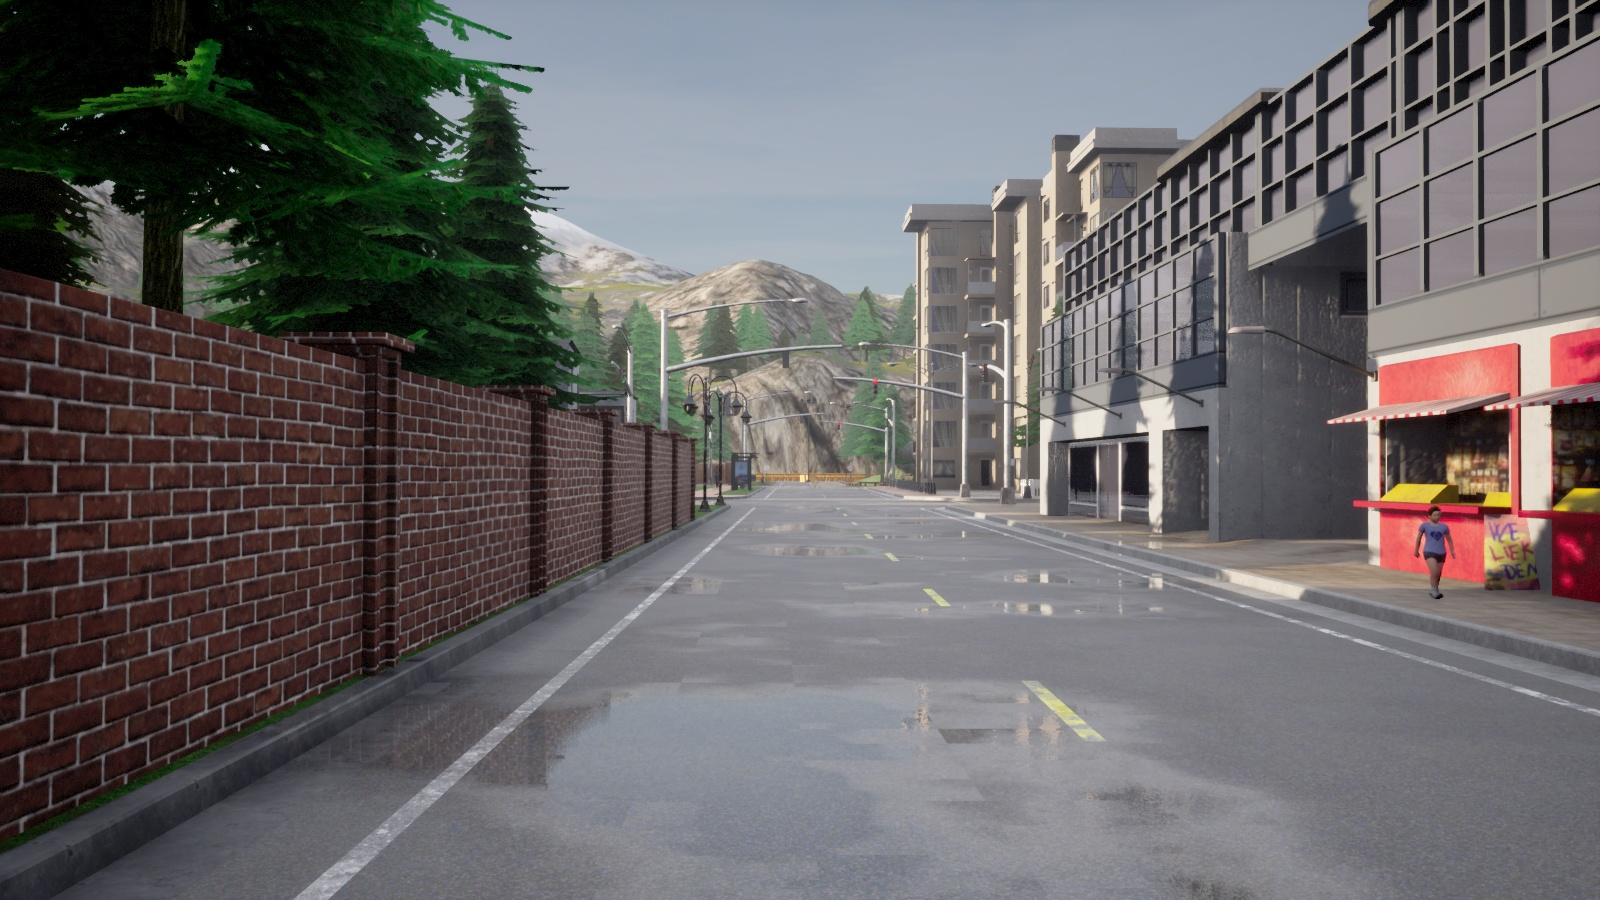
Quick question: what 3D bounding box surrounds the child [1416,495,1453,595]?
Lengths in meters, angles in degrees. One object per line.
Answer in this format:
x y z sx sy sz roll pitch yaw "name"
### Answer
7.202 1.066 14.261 0.255 1.110 0.394 0 -1 9 "child"
